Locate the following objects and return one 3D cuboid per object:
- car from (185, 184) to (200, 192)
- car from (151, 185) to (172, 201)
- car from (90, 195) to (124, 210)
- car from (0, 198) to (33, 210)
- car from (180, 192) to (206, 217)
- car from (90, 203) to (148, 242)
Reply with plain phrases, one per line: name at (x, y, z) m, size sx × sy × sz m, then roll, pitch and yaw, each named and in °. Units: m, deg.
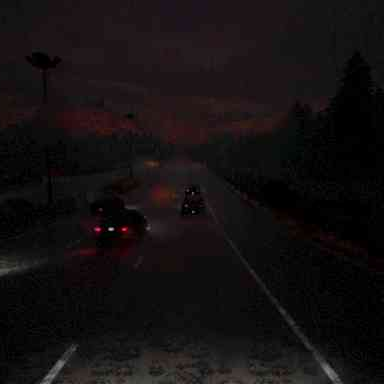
car at (0.110, -0.400, 43.941) m, size 1.895 × 1.301 × 4.718 m, roll 0°, pitch 6°, yaw 0°
car at (-3.403, -0.029, 38.145) m, size 2.097 × 1.767 × 4.553 m, roll 0°, pitch 6°, yaw 0°
car at (-6.905, 1.004, 27.600) m, size 1.882 × 1.535 × 5.008 m, roll 0°, pitch 4°, yaw 0°
car at (-14.101, 1.199, 25.860) m, size 1.994 × 1.385 × 4.181 m, roll 0°, pitch 3°, yaw 0°
car at (0.095, 1.084, 26.542) m, size 2.128 × 1.511 × 4.902 m, roll 0°, pitch 3°, yaw 0°
car at (-3.403, 1.562, 16.510) m, size 2.033 × 1.411 × 5.357 m, roll 0°, pitch 1°, yaw 0°
